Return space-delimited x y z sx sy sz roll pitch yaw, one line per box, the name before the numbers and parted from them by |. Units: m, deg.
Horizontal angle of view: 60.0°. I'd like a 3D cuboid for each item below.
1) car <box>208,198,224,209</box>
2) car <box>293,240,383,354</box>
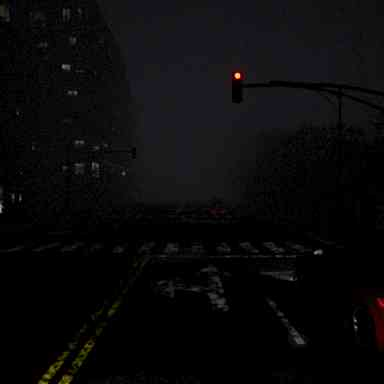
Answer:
car | 3.316 1.498 45.367 2.128 1.511 4.902 0 0 0
car | 3.345 1.563 6.128 1.994 1.385 4.181 0 0 0
